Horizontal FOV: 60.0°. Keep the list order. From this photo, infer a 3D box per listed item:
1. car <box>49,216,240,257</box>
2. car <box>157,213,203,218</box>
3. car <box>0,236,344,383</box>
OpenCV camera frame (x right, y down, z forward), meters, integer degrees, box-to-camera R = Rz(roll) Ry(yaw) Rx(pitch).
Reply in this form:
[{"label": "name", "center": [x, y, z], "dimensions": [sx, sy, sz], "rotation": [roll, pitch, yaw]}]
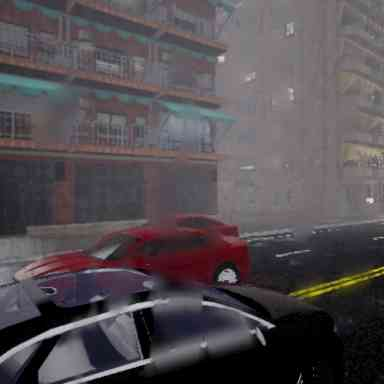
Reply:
[{"label": "car", "center": [-0.958, 1.489, 7.024], "dimensions": [5.008, 1.535, 1.882], "rotation": [0, 0, -36]}, {"label": "car", "center": [-0.582, 1.495, 11.308], "dimensions": [5.008, 1.535, 1.882], "rotation": [0, 0, -36]}, {"label": "car", "center": [-0.534, 1.497, 3.083], "dimensions": [4.902, 1.511, 2.128], "rotation": [0, 0, -36]}]
